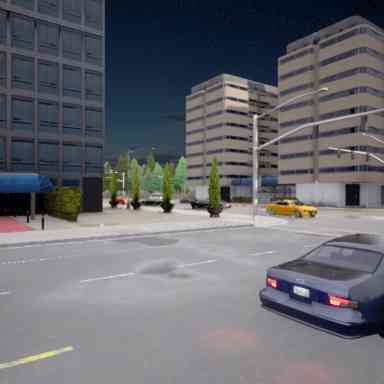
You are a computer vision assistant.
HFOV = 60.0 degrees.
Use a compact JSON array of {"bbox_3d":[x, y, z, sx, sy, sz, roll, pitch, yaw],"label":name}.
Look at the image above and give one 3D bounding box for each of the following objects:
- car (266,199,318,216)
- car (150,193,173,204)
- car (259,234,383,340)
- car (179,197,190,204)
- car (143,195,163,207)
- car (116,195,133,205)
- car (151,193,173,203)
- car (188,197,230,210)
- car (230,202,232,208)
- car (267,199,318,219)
[{"bbox_3d":[10.139,1.503,34.076,1.837,1.490,4.892,0,0,-36],"label":"car"},{"bbox_3d":[-5.279,1.218,55.954,2.150,2.045,5.566,0,0,-35],"label":"car"},{"bbox_3d":[3.702,1.547,6.462,5.357,1.411,2.033,0,0,-35],"label":"car"},{"bbox_3d":[-0.647,1.563,61.855,1.994,1.385,4.181,0,0,-34],"label":"car"},{"bbox_3d":[-5.607,1.600,50.306,1.895,1.301,4.718,0,0,-35],"label":"car"},{"bbox_3d":[-11.899,1.350,59.357,2.097,1.767,4.553,0,0,-35],"label":"car"},{"bbox_3d":[-6.367,1.222,69.982,2.150,2.045,5.566,0,0,-35],"label":"car"},{"bbox_3d":[1.895,1.600,39.593,1.895,1.301,4.718,0,0,-35],"label":"car"},{"bbox_3d":[3.186,1.491,43.851,2.128,1.511,4.902,0,0,-35],"label":"car"},{"bbox_3d":[8.709,1.476,29.179,1.882,1.535,5.008,0,0,-28],"label":"car"}]
